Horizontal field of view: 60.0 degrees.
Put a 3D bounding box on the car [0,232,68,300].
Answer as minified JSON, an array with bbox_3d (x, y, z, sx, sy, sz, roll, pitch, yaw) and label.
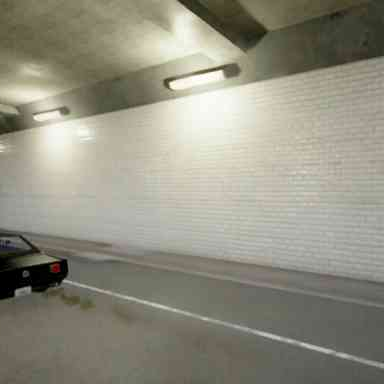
[{"bbox_3d":[-4.973,1.575,7.541,4.718,1.301,1.895,0,0,36],"label":"car"}]
